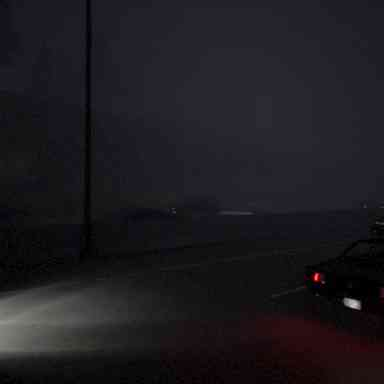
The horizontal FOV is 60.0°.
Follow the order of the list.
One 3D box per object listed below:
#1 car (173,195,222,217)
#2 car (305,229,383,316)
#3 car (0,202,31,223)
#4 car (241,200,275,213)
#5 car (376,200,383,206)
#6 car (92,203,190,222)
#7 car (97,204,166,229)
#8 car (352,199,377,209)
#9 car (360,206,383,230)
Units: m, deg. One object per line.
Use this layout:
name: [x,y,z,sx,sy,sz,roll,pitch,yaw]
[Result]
car: [0.118,1.292,29.813,5.566,2.045,2.150,1,0,-35]
car: [4.563,1.632,6.977,4.718,1.301,1.895,0,0,-35]
car: [-14.308,1.511,23.877,4.892,1.490,1.837,0,0,-35]
car: [7.906,1.642,39.611,4.674,1.442,1.812,1,0,-35]
car: [23.206,1.689,37.588,4.674,1.442,1.812,1,0,-35]
car: [-3.066,1.580,18.977,5.357,1.411,2.033,0,0,-35]
car: [-4.060,1.601,22.560,4.181,1.385,1.994,0,0,-35]
car: [21.612,1.672,40.749,4.892,1.490,1.837,1,-1,-35]
car: [10.092,1.560,15.188,4.902,1.511,2.128,0,0,-35]
